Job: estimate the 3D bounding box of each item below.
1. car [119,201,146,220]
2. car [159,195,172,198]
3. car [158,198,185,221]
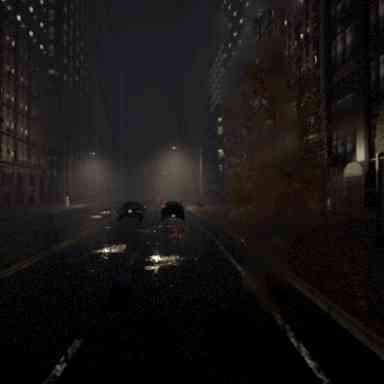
[{"bbox_3d":[-4.802,1.467,26.955,2.033,1.411,5.357,0,0,-6],"label":"car"},{"bbox_3d":[-4.234,1.268,53.019,2.097,1.767,4.553,0,1,-6],"label":"car"},{"bbox_3d":[-1.587,1.471,26.555,1.837,1.490,4.892,0,0,-6],"label":"car"}]
